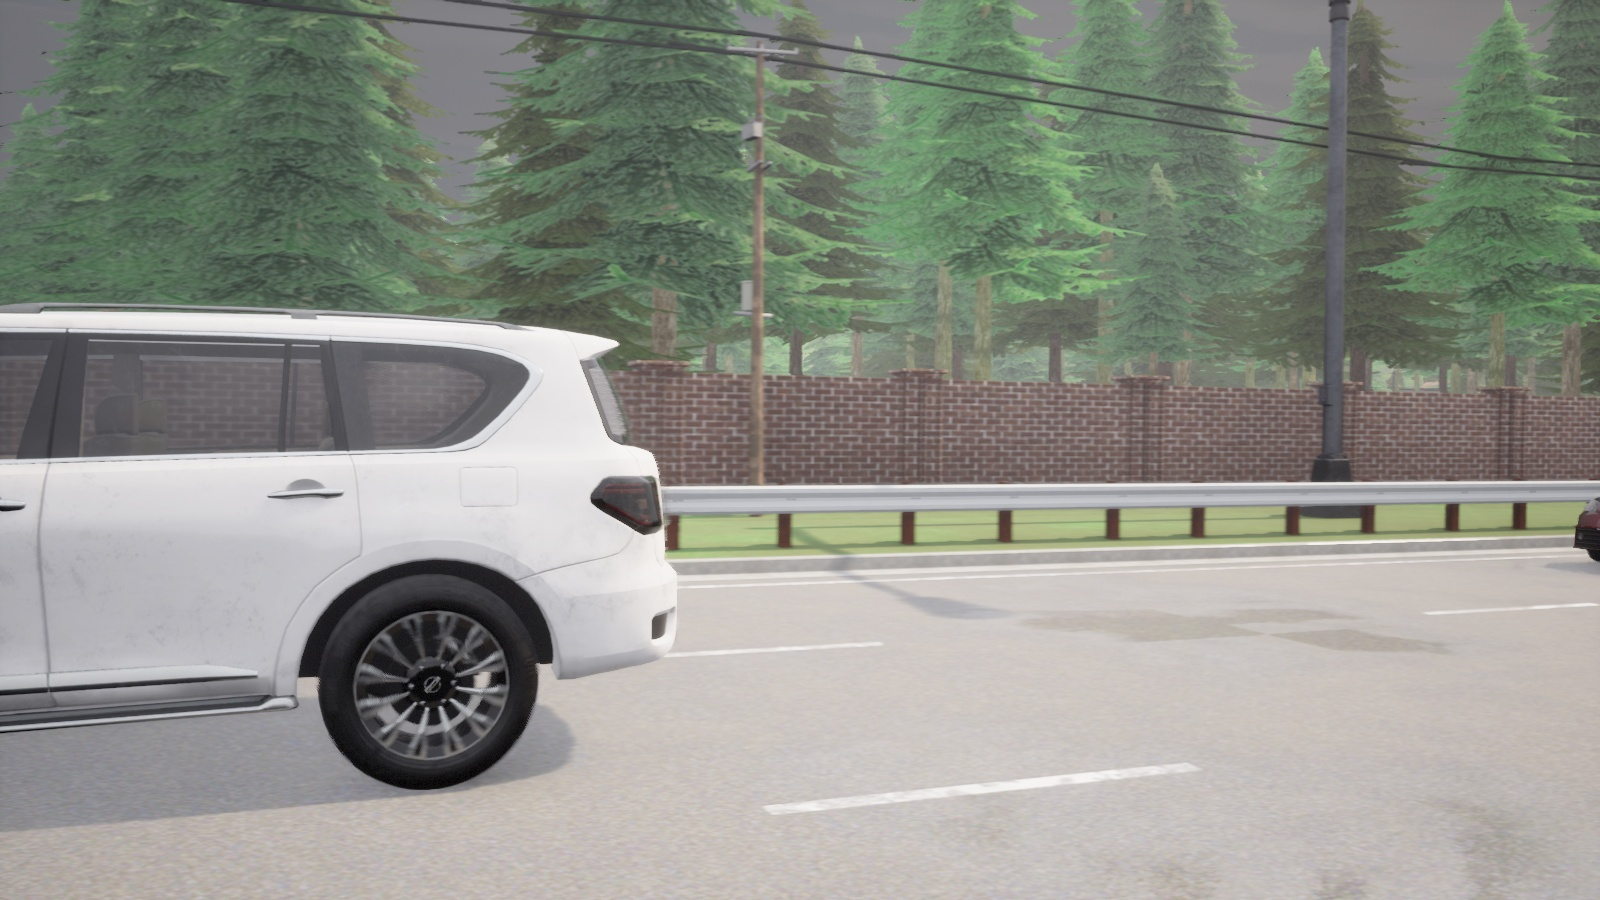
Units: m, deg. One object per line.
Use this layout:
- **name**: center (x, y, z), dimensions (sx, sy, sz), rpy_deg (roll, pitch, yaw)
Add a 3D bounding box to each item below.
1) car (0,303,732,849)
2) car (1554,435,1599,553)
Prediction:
- **car**: center (-3.305, 0.460, 5.725), dimensions (5.566, 2.045, 2.150), rpy_deg (-1, 1, -21)
- **car**: center (11.478, 0.492, 15.086), dimensions (4.181, 1.385, 1.994), rpy_deg (-1, 1, -21)
